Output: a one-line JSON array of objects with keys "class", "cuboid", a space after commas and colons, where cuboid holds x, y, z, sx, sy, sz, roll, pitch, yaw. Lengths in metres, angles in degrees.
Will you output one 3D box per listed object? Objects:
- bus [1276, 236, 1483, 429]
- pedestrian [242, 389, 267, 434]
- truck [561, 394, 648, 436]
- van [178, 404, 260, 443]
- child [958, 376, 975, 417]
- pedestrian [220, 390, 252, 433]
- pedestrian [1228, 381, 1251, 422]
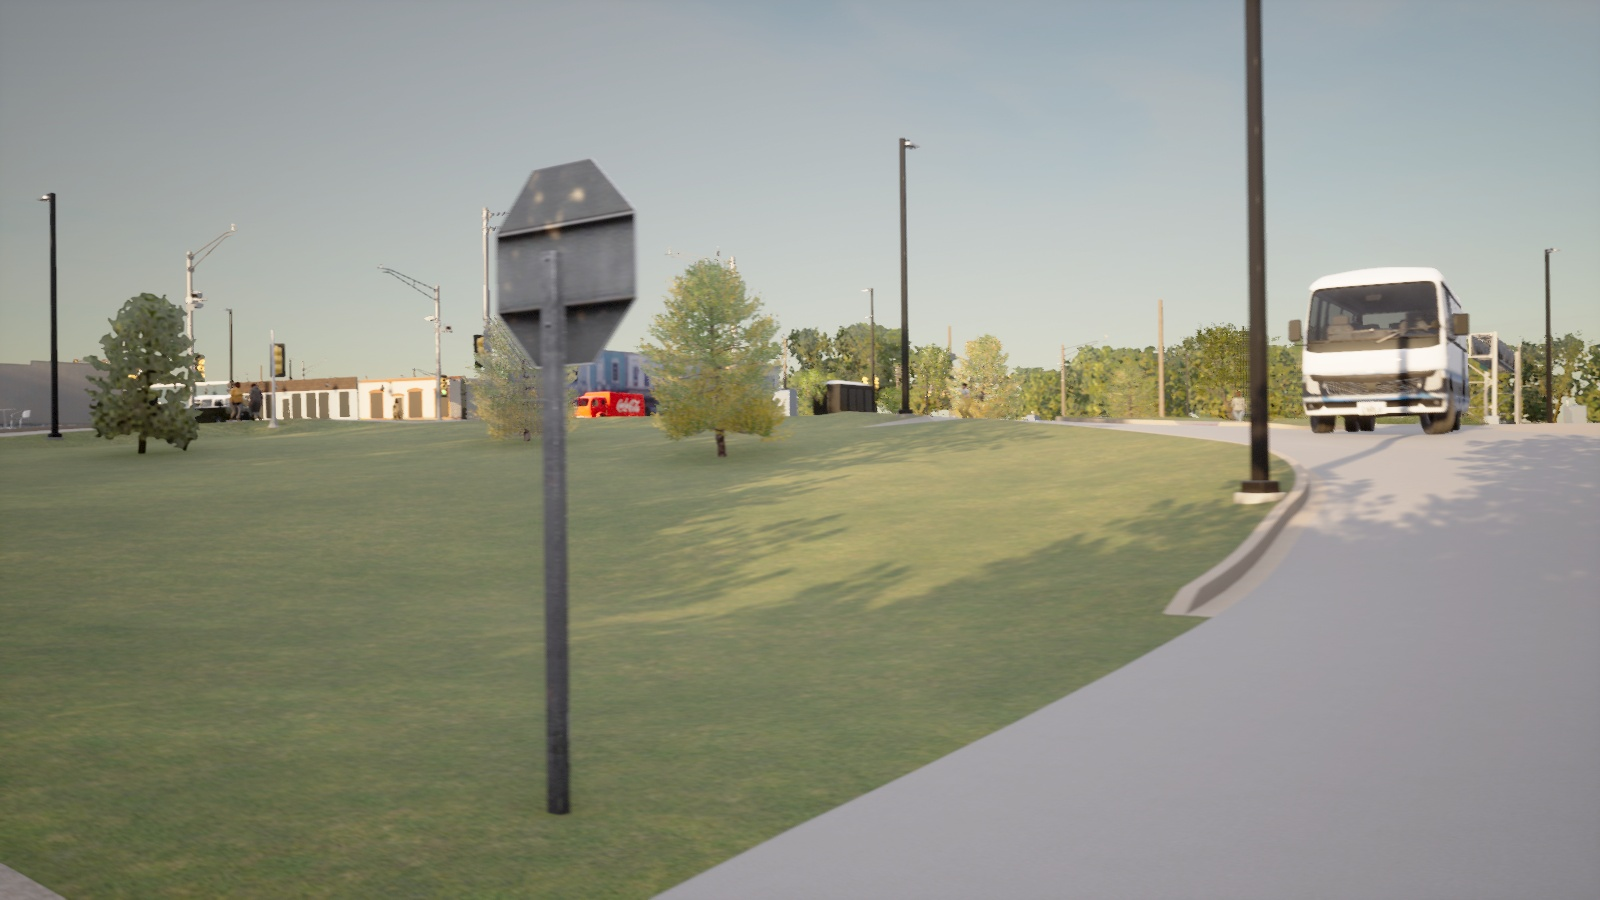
[{"class": "bus", "cuboid": [16.042, -2.879, 34.125, 3.944, 4.253, 10.273, -2, 1, 31]}, {"class": "pedestrian", "cuboid": [-24.532, -1.724, 56.472, 0.873, 1.952, 0.659, -2, 0, 37]}, {"class": "truck", "cuboid": [-12.455, -2.210, 80.270, 2.627, 2.467, 5.204, -2, -1, 32]}, {"class": "van", "cuboid": [-32.802, -1.480, 70.826, 4.480, 2.038, 2.069, -2, 0, 33]}, {"class": "child", "cuboid": [5.289, -1.700, 39.912, 0.437, 1.263, 0.270, -2, 0, -28]}, {"class": "pedestrian", "cuboid": [-25.142, -1.693, 56.031, 0.900, 1.855, 0.874, -2, 0, 23]}, {"class": "pedestrian", "cuboid": [20.661, -2.289, 59.047, 0.874, 1.855, 0.900, -2, 0, 25]}]
